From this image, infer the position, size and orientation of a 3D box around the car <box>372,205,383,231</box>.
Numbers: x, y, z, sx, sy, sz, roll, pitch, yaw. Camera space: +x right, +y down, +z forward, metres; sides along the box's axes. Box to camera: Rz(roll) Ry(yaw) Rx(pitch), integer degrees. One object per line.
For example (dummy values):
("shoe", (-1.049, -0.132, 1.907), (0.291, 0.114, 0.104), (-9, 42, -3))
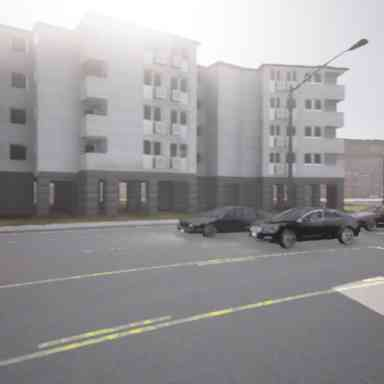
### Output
("car", (11.210, 1.451, 19.321), (5.357, 1.411, 2.033), (0, 1, -12))

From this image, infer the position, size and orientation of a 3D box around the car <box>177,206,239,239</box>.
("car", (2.010, 1.413, 16.543), (5.357, 1.411, 2.033), (0, 1, -23))

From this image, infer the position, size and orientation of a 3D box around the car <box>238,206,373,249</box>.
("car", (4.735, 1.399, 13.908), (4.902, 1.511, 2.128), (0, 1, -21))
